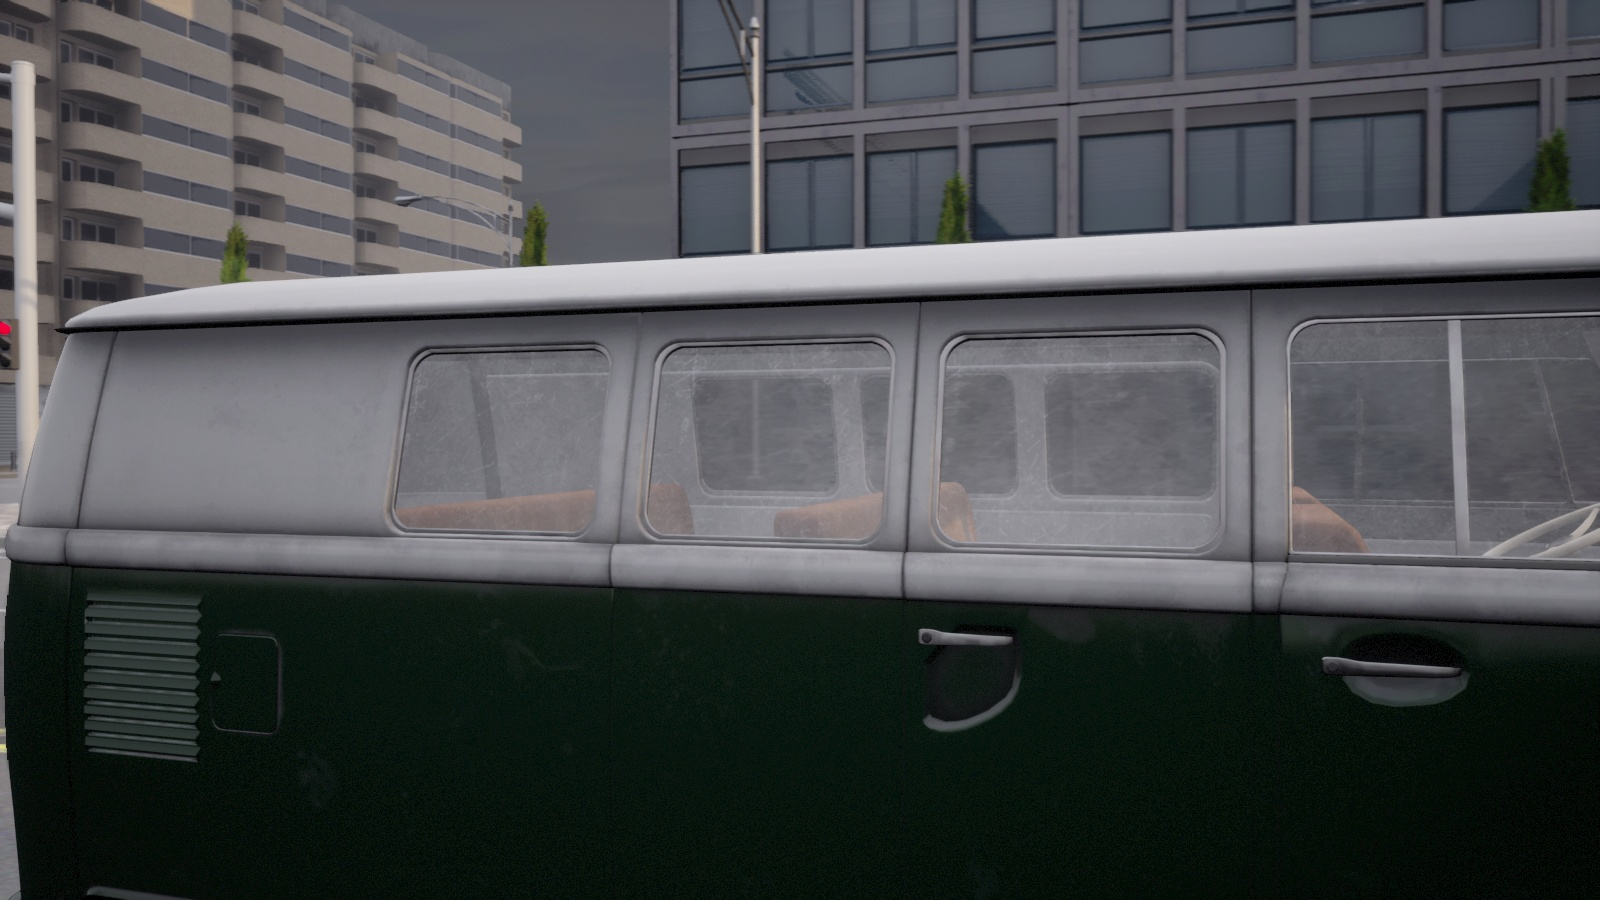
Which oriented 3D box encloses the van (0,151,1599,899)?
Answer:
[{"bbox_3d":[0.264,0.531,3.101,4.442,1.987,1.775,1,1,19],"label":"van"}]
